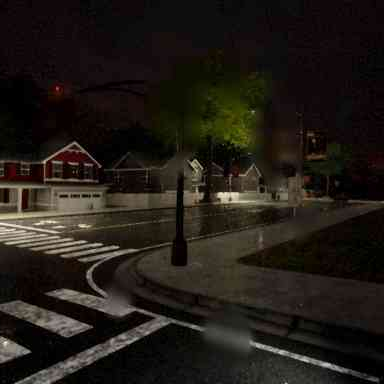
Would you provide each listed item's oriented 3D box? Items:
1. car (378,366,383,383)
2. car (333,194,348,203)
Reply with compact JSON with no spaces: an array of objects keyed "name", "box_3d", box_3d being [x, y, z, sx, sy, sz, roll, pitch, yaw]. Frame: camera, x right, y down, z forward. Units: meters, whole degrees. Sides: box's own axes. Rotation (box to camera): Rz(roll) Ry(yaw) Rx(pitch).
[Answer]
[{"name":"car","box_3d":[3.402,1.506,1.253,4.892,1.490,1.837,0,0,36]},{"name":"car","box_3d":[28.066,1.203,62.687,2.128,1.511,4.902,1,0,36]}]
